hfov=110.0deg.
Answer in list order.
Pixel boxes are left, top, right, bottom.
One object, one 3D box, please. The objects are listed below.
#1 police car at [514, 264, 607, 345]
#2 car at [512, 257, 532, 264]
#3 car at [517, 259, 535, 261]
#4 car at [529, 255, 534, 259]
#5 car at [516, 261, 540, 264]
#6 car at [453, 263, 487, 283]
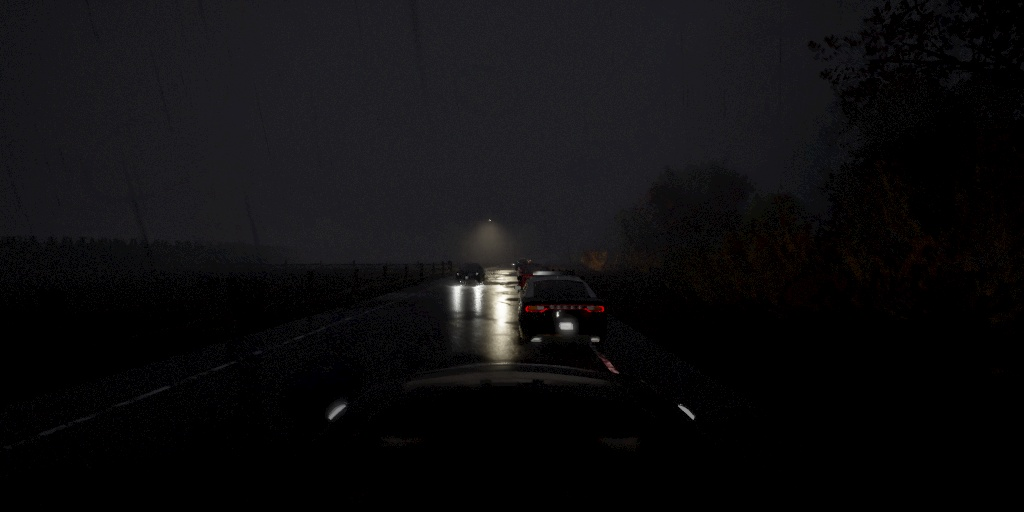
[{"bbox_3d":[1.101,1.173,9.597,1.930,1.638,5.238,0,0,1],"label":"police car"},{"bbox_3d":[1.458,1.227,49.185,1.837,1.490,4.892,0,0,4],"label":"car"},{"bbox_3d":[1.428,1.218,25.431,1.882,1.535,5.008,0,0,2],"label":"car"},{"bbox_3d":[2.167,1.062,61.116,2.097,1.767,4.553,0,0,4],"label":"car"},{"bbox_3d":[1.270,1.222,19.452,1.882,1.535,5.008,0,0,1],"label":"car"},{"bbox_3d":[-3.133,1.264,27.724,1.812,1.442,4.674,0,0,2],"label":"car"}]
